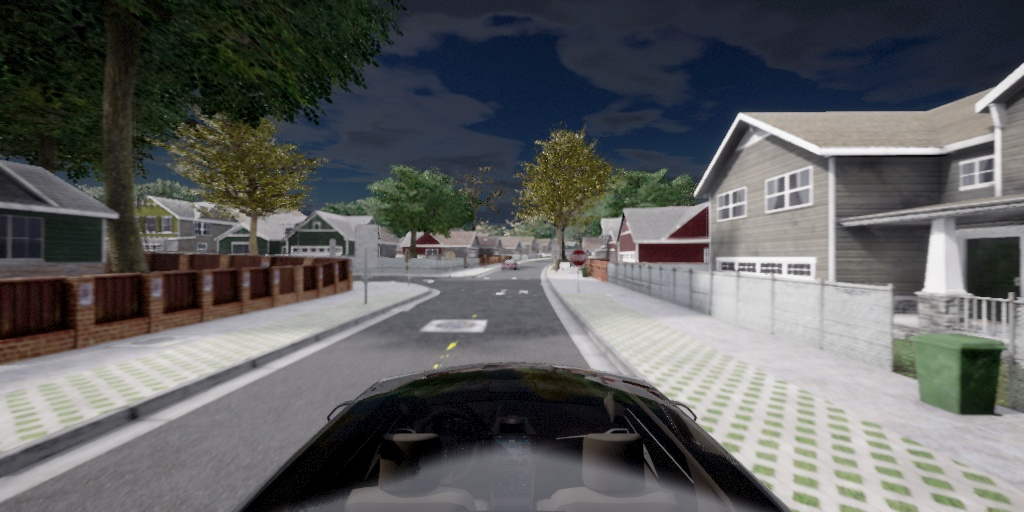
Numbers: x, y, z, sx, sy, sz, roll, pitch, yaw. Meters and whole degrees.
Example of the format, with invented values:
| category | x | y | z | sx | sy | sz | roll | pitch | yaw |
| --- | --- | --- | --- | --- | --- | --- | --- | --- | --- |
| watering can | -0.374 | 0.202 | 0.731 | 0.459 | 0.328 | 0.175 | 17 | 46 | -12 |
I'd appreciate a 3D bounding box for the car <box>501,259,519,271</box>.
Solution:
| category | x | y | z | sx | sy | sz | roll | pitch | yaw |
| --- | --- | --- | --- | --- | --- | --- | --- | --- | --- |
| car | -0.234 | 1.176 | 46.686 | 1.812 | 1.442 | 4.674 | 0 | 2 | 6 |
